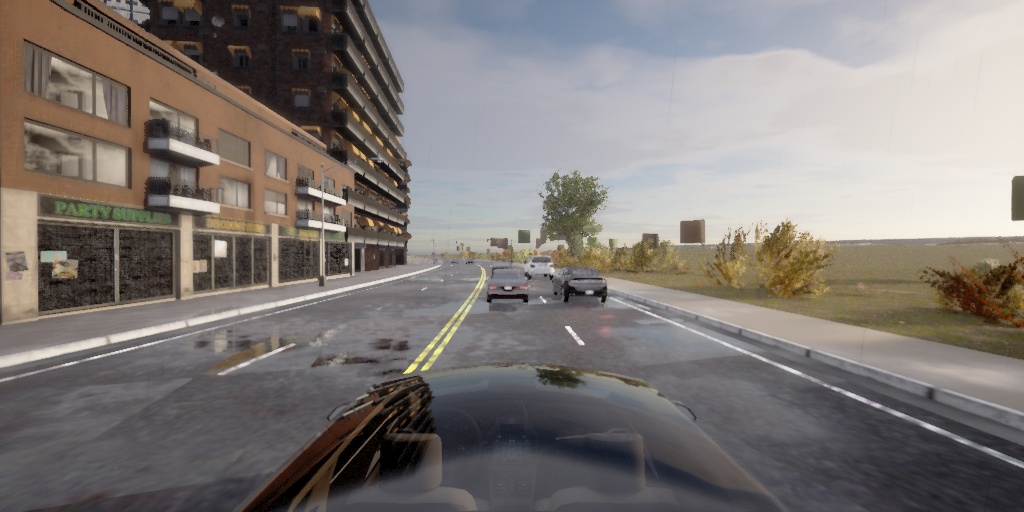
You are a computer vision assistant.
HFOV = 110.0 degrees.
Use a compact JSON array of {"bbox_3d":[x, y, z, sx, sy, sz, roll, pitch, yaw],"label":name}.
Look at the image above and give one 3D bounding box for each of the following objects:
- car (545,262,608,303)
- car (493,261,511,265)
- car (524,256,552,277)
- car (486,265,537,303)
[{"bbox_3d":[3.019,1.236,16.695,2.128,1.511,4.902,0,0,-2],"label":"car"},{"bbox_3d":[-0.914,1.214,31.630,1.882,1.535,5.008,0,0,-3],"label":"car"},{"bbox_3d":[2.328,0.986,31.856,2.150,2.045,5.566,0,0,-3],"label":"car"},{"bbox_3d":[-0.229,1.305,16.597,2.033,1.411,5.357,0,0,-2],"label":"car"}]
